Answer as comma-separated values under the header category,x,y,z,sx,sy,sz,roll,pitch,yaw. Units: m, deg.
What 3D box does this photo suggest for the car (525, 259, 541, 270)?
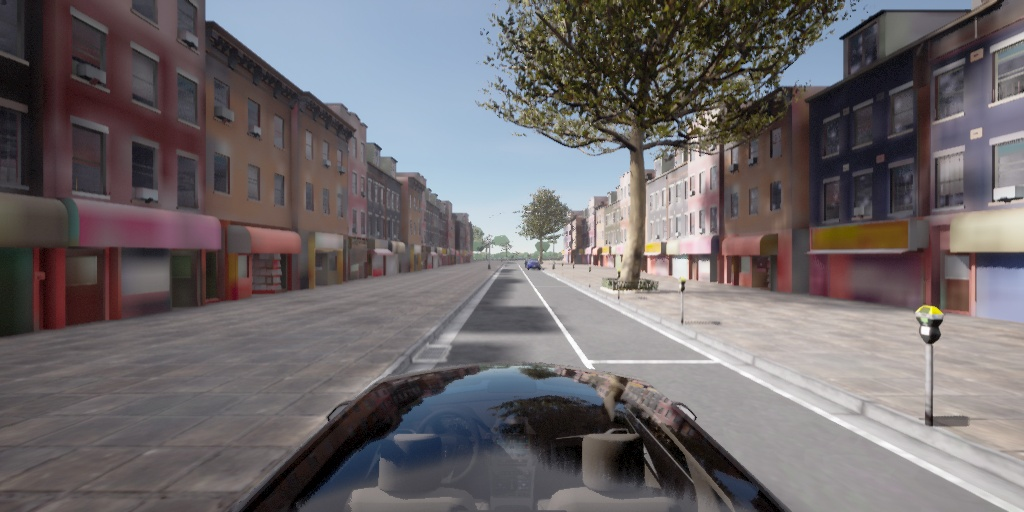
category,x,y,z,sx,sy,sz,roll,pitch,yaw
car,3.023,1.214,50.464,1.812,1.442,4.674,0,0,0
